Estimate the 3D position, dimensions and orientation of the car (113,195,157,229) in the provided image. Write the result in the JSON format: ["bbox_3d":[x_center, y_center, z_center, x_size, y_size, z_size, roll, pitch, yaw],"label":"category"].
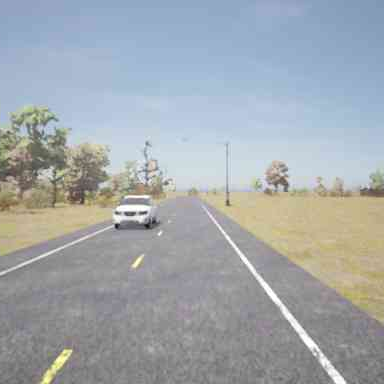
[{"bbox_3d":[-3.587,1.225,21.894,2.150,2.045,5.566,0,0,0],"label":"car"}]
